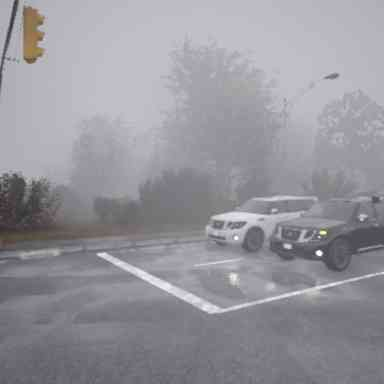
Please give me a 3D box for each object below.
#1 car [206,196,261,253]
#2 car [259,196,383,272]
[{"bbox_3d":[3.273,1.201,14.084,5.566,2.045,2.150,-1,0,-31],"label":"car"},{"bbox_3d":[5.169,1.206,11.136,5.566,2.045,2.150,-1,0,-31],"label":"car"}]
